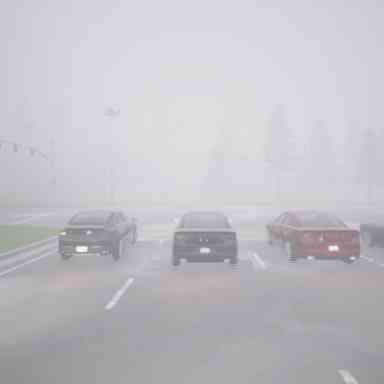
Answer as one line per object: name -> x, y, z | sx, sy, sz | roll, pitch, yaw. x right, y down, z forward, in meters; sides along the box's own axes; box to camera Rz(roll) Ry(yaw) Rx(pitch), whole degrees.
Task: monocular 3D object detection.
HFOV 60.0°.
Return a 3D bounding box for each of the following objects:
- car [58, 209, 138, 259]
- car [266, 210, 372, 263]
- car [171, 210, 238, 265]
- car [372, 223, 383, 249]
car -> -3.167, 1.358, 11.934 | 1.837, 1.490, 4.892 | 0, 1, 0
car -> 3.895, 1.343, 11.517 | 1.882, 1.535, 5.008 | 0, 1, 1
car -> 0.396, 1.343, 11.192 | 1.882, 1.535, 5.008 | 0, 1, 1
car -> 7.437, 1.476, 11.009 | 1.895, 1.301, 4.718 | 0, 1, 2
